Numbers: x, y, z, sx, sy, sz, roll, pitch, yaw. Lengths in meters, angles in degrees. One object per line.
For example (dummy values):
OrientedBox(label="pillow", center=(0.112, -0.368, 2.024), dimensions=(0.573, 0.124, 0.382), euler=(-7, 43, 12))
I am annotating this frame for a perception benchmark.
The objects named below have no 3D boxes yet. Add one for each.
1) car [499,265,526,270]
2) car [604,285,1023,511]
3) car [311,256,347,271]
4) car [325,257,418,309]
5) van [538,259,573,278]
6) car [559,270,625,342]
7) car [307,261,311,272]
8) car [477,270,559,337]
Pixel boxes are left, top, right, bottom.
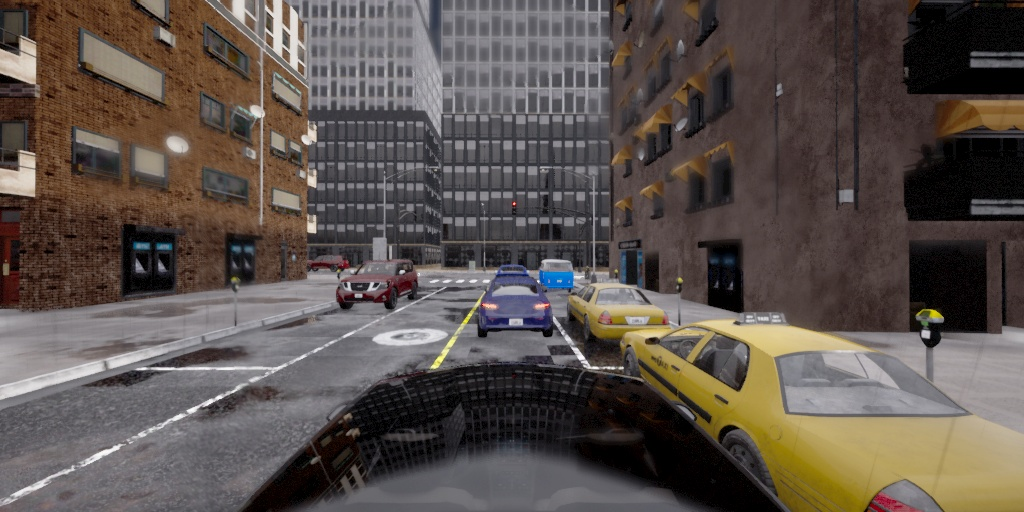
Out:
OrientedBox(label="car", center=(0.009, 1.232, 20.390), dimensions=(1.882, 1.535, 5.008), euler=(0, 0, 0))
OrientedBox(label="car", center=(2.565, 1.276, 3.970), dimensions=(1.751, 1.417, 4.829), euler=(0, 0, 0))
OrientedBox(label="car", center=(-21.090, 0.862, 40.550), dimensions=(5.009, 1.841, 2.192), euler=(0, 0, -1))
OrientedBox(label="car", center=(-5.378, 1.068, 15.037), dimensions=(2.192, 1.841, 5.009), euler=(0, 0, 0))
OrientedBox(label="van", center=(2.470, 1.096, 20.721), dimensions=(1.690, 1.789, 3.998), euler=(0, 0, 0))
OrientedBox(label="car", center=(2.533, 1.277, 9.611), dimensions=(1.751, 1.417, 4.829), euler=(0, 0, 0))
OrientedBox(label="car", center=(-21.003, 1.083, 32.411), dimensions=(4.207, 1.307, 1.802), euler=(0, 0, -1))
OrientedBox(label="car", center=(0.062, 1.277, 10.129), dimensions=(1.812, 1.442, 4.674), euler=(0, 0, -1))
